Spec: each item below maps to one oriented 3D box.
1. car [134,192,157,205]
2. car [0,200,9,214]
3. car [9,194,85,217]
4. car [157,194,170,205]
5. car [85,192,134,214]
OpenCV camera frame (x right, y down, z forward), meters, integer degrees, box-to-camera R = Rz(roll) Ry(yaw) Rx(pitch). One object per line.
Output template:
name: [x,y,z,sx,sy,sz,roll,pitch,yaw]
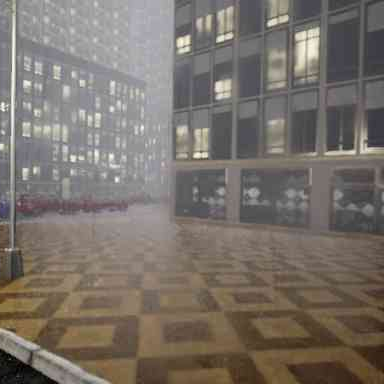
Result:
car: [-7.808,0.916,45.748,2.192,1.841,5.009,2,1,39]
car: [-16.246,1.158,26.621,1.882,1.535,5.008,2,1,39]
car: [-11.941,1.073,27.728,2.192,1.841,5.009,2,1,39]
car: [-4.349,1.057,50.098,1.967,1.590,4.097,2,1,39]
car: [-8.555,1.086,32.136,2.192,1.841,5.009,2,1,39]
